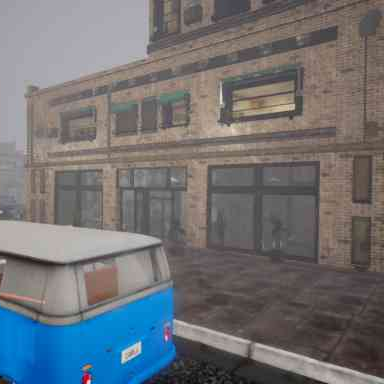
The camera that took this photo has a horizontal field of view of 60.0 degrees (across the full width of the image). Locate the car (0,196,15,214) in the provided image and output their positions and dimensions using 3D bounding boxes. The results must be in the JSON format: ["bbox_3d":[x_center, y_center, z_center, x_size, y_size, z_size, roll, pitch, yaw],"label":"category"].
[{"bbox_3d":[-22.045,1.411,35.538,2.192,1.841,5.009,0,0,36],"label":"car"}]

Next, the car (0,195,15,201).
[{"bbox_3d":[-20.506,1.349,33.244,2.150,2.045,5.566,1,0,36],"label":"car"}]

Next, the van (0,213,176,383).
[{"bbox_3d":[-2.102,1.340,4.348,3.998,1.788,1.690,0,1,35],"label":"van"}]

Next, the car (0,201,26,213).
[{"bbox_3d":[-15.283,1.793,30.593,1.947,1.339,4.313,0,0,36],"label":"car"}]
